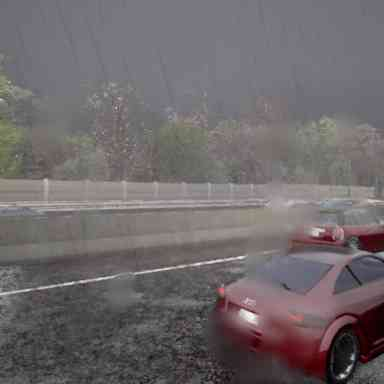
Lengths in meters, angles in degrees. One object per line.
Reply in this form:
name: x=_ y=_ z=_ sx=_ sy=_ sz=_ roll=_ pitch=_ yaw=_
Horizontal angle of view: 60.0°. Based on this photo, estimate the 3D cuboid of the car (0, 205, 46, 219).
car: x=-11.699 y=1.571 z=21.442 sx=4.181 sy=1.385 sz=1.994 roll=0 pitch=0 yaw=-35

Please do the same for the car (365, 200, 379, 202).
car: x=17.983 y=1.597 z=34.008 sx=5.008 sy=1.535 sz=1.882 roll=0 pitch=0 yaw=-35

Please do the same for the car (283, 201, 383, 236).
car: x=5.756 y=1.388 z=12.152 sx=4.553 sy=1.767 sz=2.097 roll=0 pitch=0 yaw=-35

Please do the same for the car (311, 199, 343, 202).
car: x=15.680 y=1.595 z=36.662 sx=5.008 sy=1.535 sz=1.882 roll=0 pitch=0 yaw=-35

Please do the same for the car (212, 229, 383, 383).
car: x=2.369 y=1.579 z=5.436 sx=4.181 sy=1.385 sz=1.994 roll=0 pitch=0 yaw=-35

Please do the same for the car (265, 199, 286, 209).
car: x=11.298 y=1.641 z=42.132 sx=4.674 sy=1.442 sz=1.812 roll=0 pitch=0 yaw=-35

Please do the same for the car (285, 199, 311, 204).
car: x=13.650 y=1.643 z=39.512 sx=4.674 sy=1.442 sz=1.812 roll=0 pitch=0 yaw=-35
